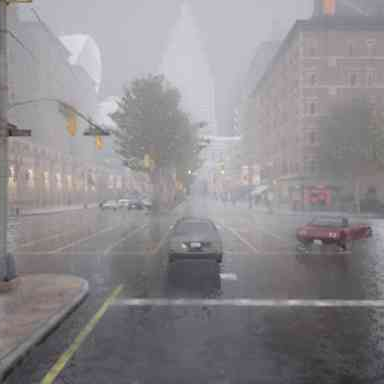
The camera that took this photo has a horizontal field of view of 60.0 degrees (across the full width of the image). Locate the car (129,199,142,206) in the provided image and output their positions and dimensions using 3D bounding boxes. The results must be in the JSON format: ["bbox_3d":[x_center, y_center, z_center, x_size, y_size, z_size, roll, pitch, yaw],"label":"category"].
[{"bbox_3d":[-11.464,2.079,68.061,1.812,1.442,4.674,0,0,0],"label":"car"}]

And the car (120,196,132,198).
[{"bbox_3d":[-11.469,1.692,57.796,2.150,2.045,5.566,0,0,0],"label":"car"}]

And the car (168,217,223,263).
[{"bbox_3d":[0.105,1.650,12.439,2.033,1.411,5.357,0,0,0],"label":"car"}]

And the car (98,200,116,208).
[{"bbox_3d":[-14.718,2.067,58.052,1.895,1.301,4.718,0,0,0],"label":"car"}]

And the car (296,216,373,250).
[{"bbox_3d":[6.570,1.724,15.013,1.895,1.301,4.718,-1,-1,42],"label":"car"}]

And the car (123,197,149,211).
[{"bbox_3d":[-8.031,1.883,48.065,2.128,1.511,4.902,0,0,0],"label":"car"}]

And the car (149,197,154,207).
[{"bbox_3d":[-7.969,1.996,57.833,1.812,1.442,4.674,0,0,0],"label":"car"}]

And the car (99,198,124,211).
[{"bbox_3d":[-11.531,1.915,47.781,1.812,1.442,4.674,0,0,0],"label":"car"}]
